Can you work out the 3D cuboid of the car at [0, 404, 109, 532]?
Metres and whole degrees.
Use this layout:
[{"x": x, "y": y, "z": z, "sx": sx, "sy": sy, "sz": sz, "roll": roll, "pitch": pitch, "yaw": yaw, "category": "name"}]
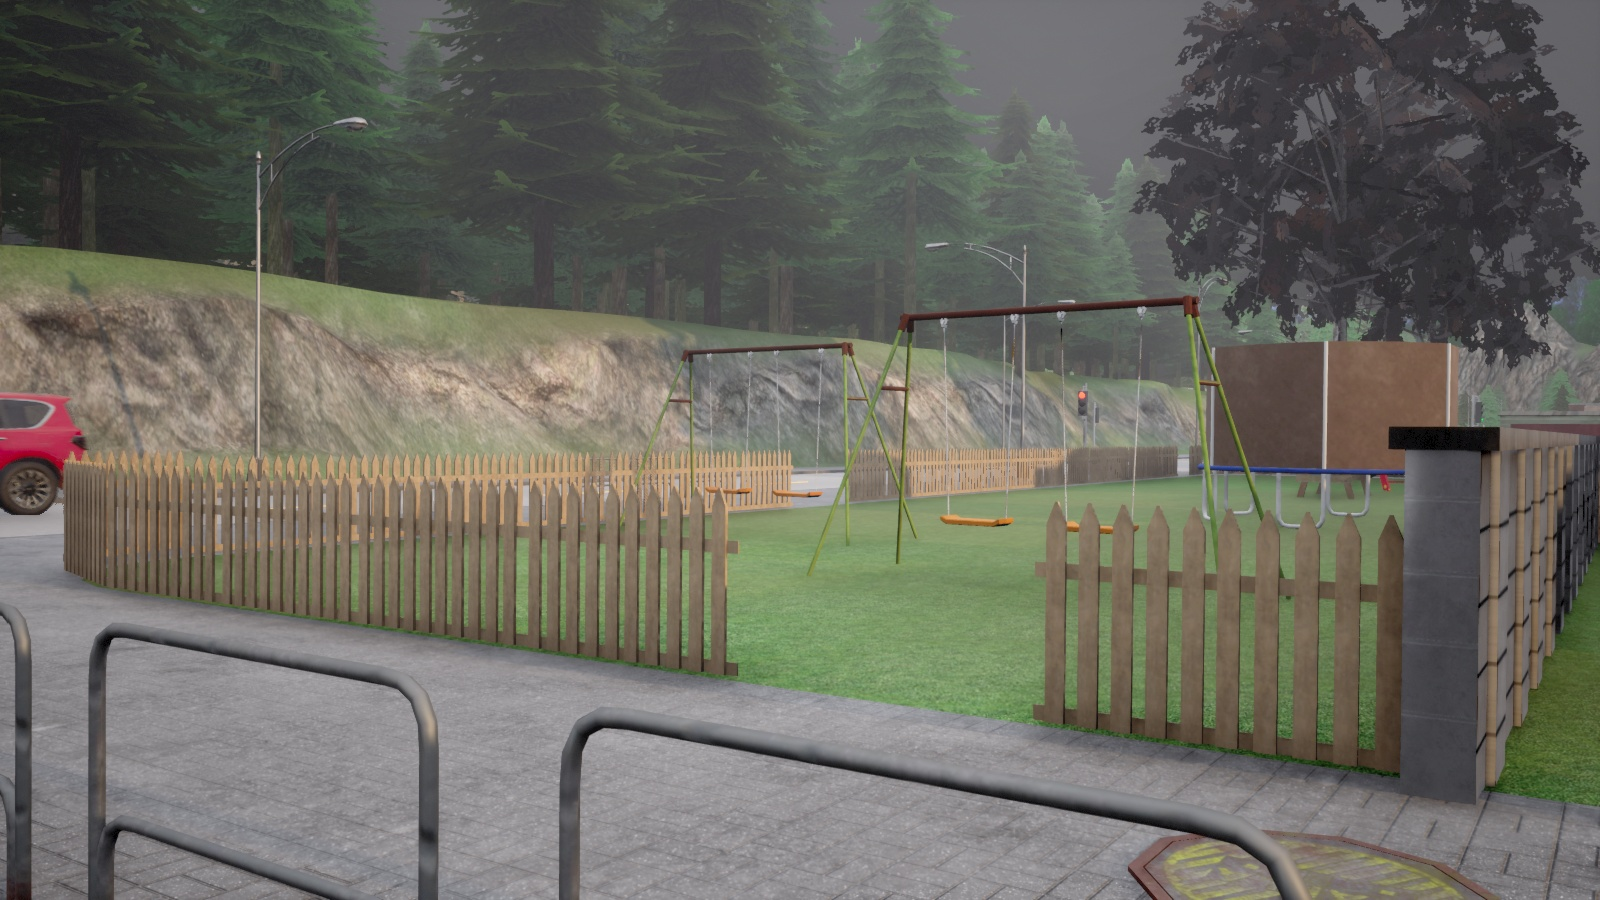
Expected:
[{"x": -14.277, "y": 0.310, "z": 19.778, "sx": 2.150, "sy": 2.045, "sz": 5.566, "roll": 0, "pitch": 1, "yaw": 33, "category": "car"}]
